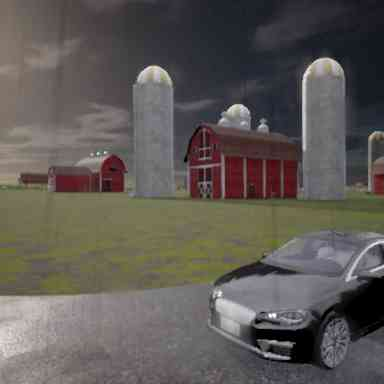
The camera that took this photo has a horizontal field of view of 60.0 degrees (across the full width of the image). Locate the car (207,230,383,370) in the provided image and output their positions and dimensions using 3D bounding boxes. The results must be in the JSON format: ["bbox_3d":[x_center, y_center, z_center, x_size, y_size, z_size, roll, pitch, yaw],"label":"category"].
[{"bbox_3d":[2.489,1.480,5.770,4.902,1.511,2.128,0,0,-36],"label":"car"}]
